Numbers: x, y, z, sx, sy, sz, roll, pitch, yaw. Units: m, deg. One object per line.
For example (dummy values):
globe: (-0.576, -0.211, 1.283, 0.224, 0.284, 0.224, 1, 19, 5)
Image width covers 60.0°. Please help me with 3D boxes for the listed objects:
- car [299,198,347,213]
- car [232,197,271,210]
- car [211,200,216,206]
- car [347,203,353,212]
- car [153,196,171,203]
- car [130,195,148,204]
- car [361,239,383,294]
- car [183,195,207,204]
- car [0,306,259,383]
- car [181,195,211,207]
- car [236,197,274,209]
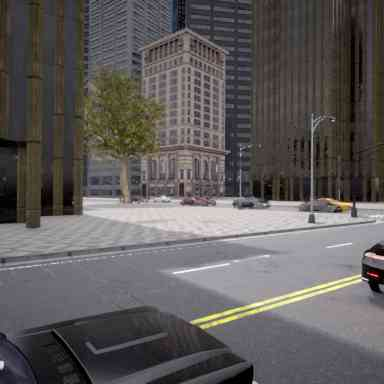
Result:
car: (13.341, 1.517, 34.576, 1.994, 1.385, 4.181, 1, -1, -38)
car: (7.300, 1.444, 42.133, 2.128, 1.511, 4.902, 1, -1, -40)
car: (1.874, 1.507, 53.522, 1.812, 1.442, 4.674, 1, 0, -41)
car: (15.405, 1.462, 37.226, 1.882, 1.535, 5.008, 1, -1, -38)
car: (-6.412, 1.568, 72.112, 1.812, 1.442, 4.674, 1, -1, -45)
car: (-10.051, 1.388, 61.876, 2.128, 1.511, 4.902, 1, -1, -44)
car: (5.788, 1.492, 7.567, 4.902, 1.511, 2.128, 0, 0, -35)
car: (0.548, 1.397, 64.926, 2.097, 1.767, 4.553, 1, -1, -43)
car: (-1.733, 1.601, 2.205, 4.718, 1.301, 1.895, 0, 0, -36)
car: (0.212, 1.475, 50.500, 1.812, 1.442, 4.674, 1, -1, -41)
car: (8.568, 1.476, 45.699, 2.128, 1.511, 4.902, 1, -1, -40)
